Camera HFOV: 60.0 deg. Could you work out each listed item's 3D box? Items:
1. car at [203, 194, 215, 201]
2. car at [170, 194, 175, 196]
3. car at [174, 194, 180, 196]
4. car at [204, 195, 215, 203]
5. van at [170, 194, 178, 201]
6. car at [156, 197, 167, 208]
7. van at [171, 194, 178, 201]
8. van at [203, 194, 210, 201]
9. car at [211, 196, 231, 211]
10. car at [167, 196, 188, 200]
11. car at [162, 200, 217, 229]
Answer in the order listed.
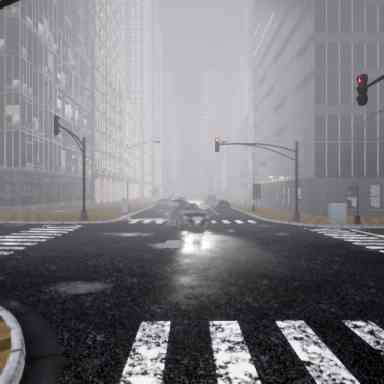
[{"bbox_3d":[3.616,1.313,63.903,2.192,1.841,5.009,0,0,0],"label":"car"},{"bbox_3d":[-4.264,1.564,63.850,1.947,1.339,4.313,0,0,0],"label":"car"},{"bbox_3d":[-1.729,1.509,56.181,1.837,1.490,4.892,0,0,0],"label":"car"},{"bbox_3d":[3.578,1.432,69.432,1.967,1.590,4.097,0,0,0],"label":"car"},{"bbox_3d":[-4.378,1.321,80.432,1.690,1.788,3.998,0,0,0],"label":"van"},{"bbox_3d":[-4.150,1.592,47.267,1.802,1.307,4.206,0,0,0],"label":"car"},{"bbox_3d":[-4.416,1.315,85.960,1.690,1.788,3.998,0,0,0],"label":"van"},{"bbox_3d":[3.502,1.321,80.486,1.690,1.788,3.998,0,0,0],"label":"van"},{"bbox_3d":[3.817,1.579,41.795,1.947,1.339,4.313,0,0,0],"label":"car"},{"bbox_3d":[-1.631,1.540,39.279,1.812,1.442,4.674,0,0,0],"label":"car"},{"bbox_3d":[-0.292,1.515,22.041,2.128,1.511,4.902,0,0,-15],"label":"car"}]
